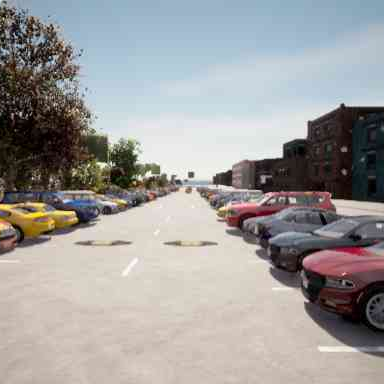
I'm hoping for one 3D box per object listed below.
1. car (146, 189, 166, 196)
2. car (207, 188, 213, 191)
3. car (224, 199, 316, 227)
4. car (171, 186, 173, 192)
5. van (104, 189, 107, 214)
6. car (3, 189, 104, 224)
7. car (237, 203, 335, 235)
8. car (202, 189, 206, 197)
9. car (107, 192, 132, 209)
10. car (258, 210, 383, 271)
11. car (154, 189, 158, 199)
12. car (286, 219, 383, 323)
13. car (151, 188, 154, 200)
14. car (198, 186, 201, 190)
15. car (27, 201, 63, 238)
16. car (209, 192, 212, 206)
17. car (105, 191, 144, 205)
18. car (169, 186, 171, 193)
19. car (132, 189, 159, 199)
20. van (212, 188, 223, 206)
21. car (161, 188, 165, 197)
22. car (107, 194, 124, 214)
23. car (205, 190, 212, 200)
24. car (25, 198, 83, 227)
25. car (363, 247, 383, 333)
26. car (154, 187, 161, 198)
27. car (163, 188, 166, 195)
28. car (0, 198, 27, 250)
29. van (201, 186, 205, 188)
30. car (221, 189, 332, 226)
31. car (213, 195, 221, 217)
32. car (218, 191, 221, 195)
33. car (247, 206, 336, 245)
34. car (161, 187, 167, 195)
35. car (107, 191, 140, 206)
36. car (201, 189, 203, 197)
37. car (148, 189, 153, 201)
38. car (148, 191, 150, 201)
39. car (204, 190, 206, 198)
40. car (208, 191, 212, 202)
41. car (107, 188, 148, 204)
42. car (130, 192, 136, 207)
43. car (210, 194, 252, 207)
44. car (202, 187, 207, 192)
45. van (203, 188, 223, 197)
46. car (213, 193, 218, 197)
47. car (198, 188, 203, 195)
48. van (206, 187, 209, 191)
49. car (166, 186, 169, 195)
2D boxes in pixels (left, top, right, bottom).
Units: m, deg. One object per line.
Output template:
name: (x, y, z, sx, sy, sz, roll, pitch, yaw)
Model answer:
car: (-8.507, 0.112, 78.359, 4.553, 1.767, 2.185, 0, 1, 0)
car: (4.572, 0.703, 44.968, 4.553, 1.767, 2.185, 0, 1, 0)
car: (4.546, 1.227, 19.923, 5.008, 1.535, 2.097, 0, 1, 0)
car: (-8.567, -0.214, 89.495, 5.566, 2.045, 2.435, 0, 1, 0)
van: (-8.423, 0.951, 22.666, 4.442, 1.987, 1.878, 0, 1, 0)
car: (-8.511, 0.969, 19.881, 5.566, 2.045, 2.435, 0, 1, 0)
car: (4.543, 1.353, 14.358, 4.674, 1.452, 2.002, 0, 1, 0)
car: (4.538, 0.680, 56.103, 4.674, 1.452, 2.002, 0, 1, 0)
car: (-8.545, 1.047, 31.023, 5.008, 1.535, 2.097, 0, 1, 0)
car: (4.546, 1.382, 8.785, 5.008, 1.535, 2.097, 0, 1, 0)
car: (-8.544, 0.681, 53.299, 5.008, 1.535, 2.097, 0, 1, 0)
car: (4.547, 1.404, 5.996, 5.008, 1.535, 2.097, 0, 0, 0)
car: (-8.507, 0.603, 50.513, 4.553, 1.767, 2.185, 0, 1, 0)
car: (4.569, 0.094, 72.795, 5.566, 2.045, 2.435, 0, 1, 0)
car: (-8.534, 1.308, 14.192, 5.008, 1.535, 2.097, 0, 1, 0)
car: (4.535, 1.009, 33.838, 5.008, 1.535, 2.097, 0, 1, 0)
car: (-8.508, 0.742, 42.160, 4.553, 1.767, 2.185, 0, 1, 0)
car: (-8.570, -0.036, 86.587, 4.553, 1.767, 2.185, 0, 1, 0)
car: (-8.570, 0.411, 61.652, 4.553, 1.767, 2.185, 0, 1, 0)
van: (4.424, 0.827, 31.052, 4.442, 1.987, 1.878, 0, 1, 0)
car: (-8.509, 0.468, 67.223, 4.792, 1.488, 2.163, 0, 1, 0)
car: (-8.542, 1.131, 28.239, 4.674, 1.452, 2.002, 0, 1, 0)
car: (4.726, 0.871, 42.187, 5.366, 1.575, 1.946, 0, 1, 0)
car: (-8.725, 1.260, 17.100, 5.366, 1.575, 1.946, 0, 1, 0)
car: (4.538, 1.459, 3.207, 4.674, 1.452, 2.002, 0, 0, 0)
car: (-8.511, 0.382, 56.082, 5.566, 2.045, 2.435, 0, 1, 0)
car: (-8.544, 0.388, 70.008, 5.008, 1.535, 2.097, 0, 1, 0)
car: (-8.571, 1.221, 11.405, 4.553, 1.767, 2.185, 0, 1, 0)
van: (4.658, 0.169, 70.013, 4.442, 1.987, 1.878, 0, 1, 0)
car: (4.512, 1.019, 17.136, 5.566, 2.045, 2.435, 0, 1, 0)
car: (4.355, 1.180, 22.706, 5.366, 1.575, 1.946, 0, 1, 0)
car: (4.572, 1.017, 25.362, 4.553, 1.767, 2.185, 0, 1, 0)
car: (4.570, 1.381, 11.573, 4.792, 1.488, 2.163, 0, 1, 0)
car: (-8.724, 0.337, 72.668, 5.366, 1.575, 1.946, 0, 1, 0)
car: (-8.568, 0.988, 36.591, 4.792, 1.488, 2.163, 0, 1, 0)
car: (4.535, 0.544, 61.669, 4.892, 1.521, 2.231, 0, 1, 0)
car: (-8.534, 0.775, 47.731, 5.008, 1.535, 2.097, 0, 1, 0)
car: (-8.542, 0.862, 44.947, 4.674, 1.452, 2.002, 0, 1, 0)
car: (4.570, 0.765, 50.537, 4.792, 1.488, 2.163, 0, 1, 0)
car: (4.546, 0.964, 36.621, 5.008, 1.535, 2.097, 0, 1, 0)
car: (-8.511, 0.662, 39.374, 5.566, 2.045, 2.435, 0, 1, 0)
car: (-8.546, 1.004, 33.808, 4.892, 1.521, 2.231, 0, 1, 0)
car: (4.538, 0.960, 39.405, 4.674, 1.452, 2.002, 0, 1, 0)
car: (4.572, 0.467, 58.882, 4.553, 1.767, 2.185, 0, 1, 0)
van: (4.657, 0.071, 75.454, 4.442, 1.987, 1.878, 0, 1, 0)
car: (4.534, 1.098, 28.272, 4.892, 1.521, 2.231, 0, 1, 0)
car: (4.355, 0.491, 64.451, 5.366, 1.575, 1.946, 0, 1, 0)
van: (4.658, 0.558, 47.687, 4.442, 1.987, 1.878, 0, 1, 0)
car: (-8.567, 0.039, 75.447, 5.566, 2.045, 2.435, 0, 1, 0)
